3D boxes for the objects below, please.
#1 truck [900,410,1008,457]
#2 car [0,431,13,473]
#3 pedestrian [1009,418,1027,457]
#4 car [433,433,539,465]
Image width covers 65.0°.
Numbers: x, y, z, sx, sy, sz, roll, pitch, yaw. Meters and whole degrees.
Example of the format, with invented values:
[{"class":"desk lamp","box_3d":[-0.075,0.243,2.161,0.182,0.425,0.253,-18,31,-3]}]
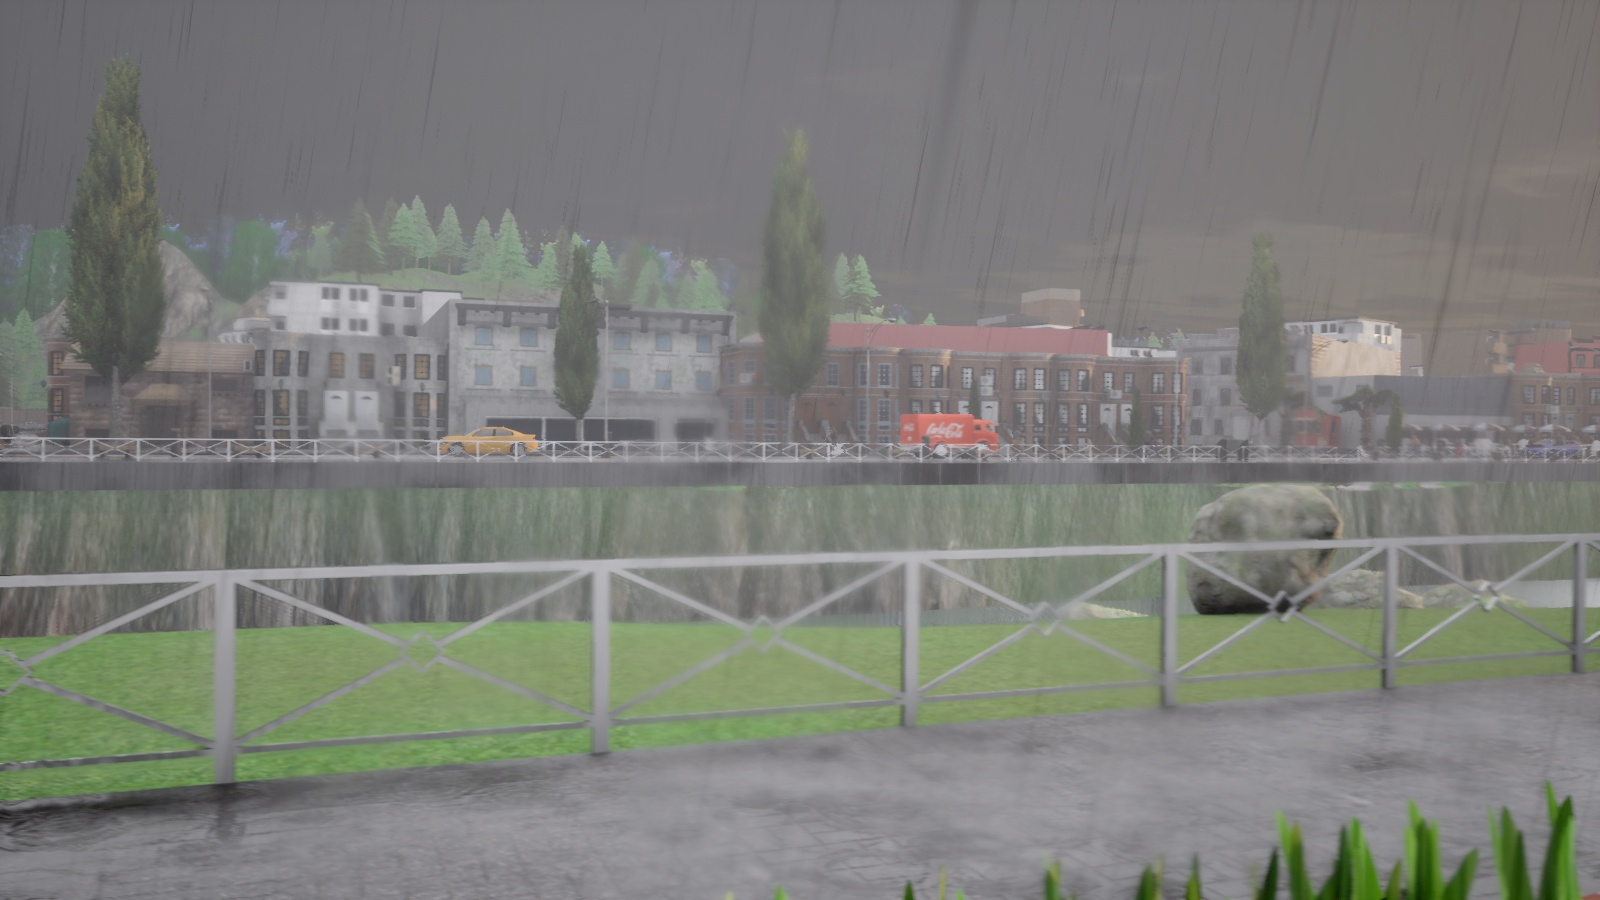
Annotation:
[{"class":"truck","box_3d":[8.389,-0.896,68.624,5.204,2.467,2.627,-1,1,-21]},{"class":"car","box_3d":[-37.646,0.120,55.413,4.605,1.855,1.932,-1,1,-21]},{"class":"pedestrian","box_3d":[10.452,-0.584,60.163,0.694,1.848,0.540,-1,1,-16]},{"class":"car","box_3d":[-15.912,-0.088,63.674,5.008,1.535,1.882,-1,1,-21]}]
